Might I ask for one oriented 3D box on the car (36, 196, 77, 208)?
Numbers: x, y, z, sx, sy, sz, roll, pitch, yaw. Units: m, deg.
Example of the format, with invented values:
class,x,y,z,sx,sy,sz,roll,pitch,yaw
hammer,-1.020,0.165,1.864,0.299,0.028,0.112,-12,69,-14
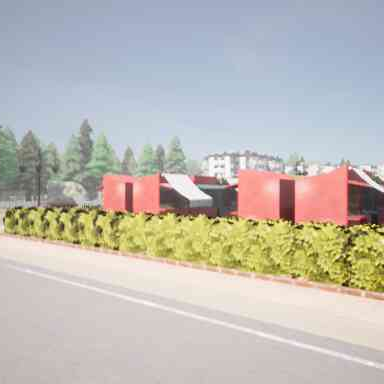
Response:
class,x,y,z,sx,sy,sz,roll,pitch,yaw
car,-15.713,1.337,38.602,2.097,1.767,4.553,0,0,36
